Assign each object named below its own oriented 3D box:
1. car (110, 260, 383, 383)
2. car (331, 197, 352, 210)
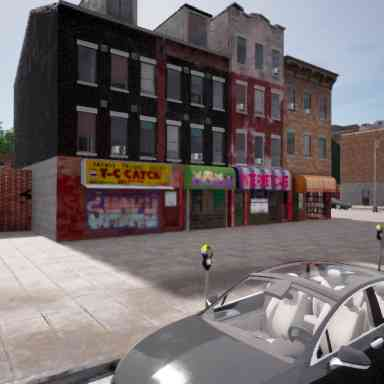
[{"bbox_3d":[1.276,1.552,3.709,4.403,1.369,2.008,0,0,-35],"label":"car"},{"bbox_3d":[16.642,1.383,39.968,1.837,1.490,4.892,0,0,-36],"label":"car"}]
